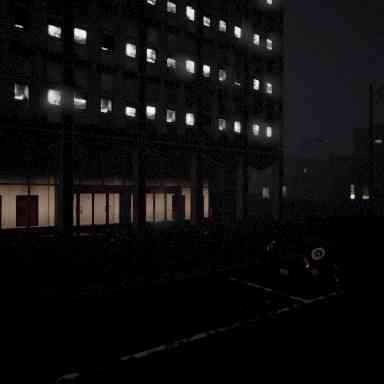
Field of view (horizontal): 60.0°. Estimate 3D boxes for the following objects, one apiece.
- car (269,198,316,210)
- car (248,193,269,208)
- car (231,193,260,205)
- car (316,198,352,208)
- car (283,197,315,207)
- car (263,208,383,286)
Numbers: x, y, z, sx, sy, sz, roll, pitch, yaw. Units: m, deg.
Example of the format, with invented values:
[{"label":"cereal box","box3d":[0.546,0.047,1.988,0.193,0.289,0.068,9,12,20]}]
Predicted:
[{"label":"car","box3d":[11.777,1.427,39.201,2.008,1.369,4.403,1,0,-35]},{"label":"car","box3d":[8.631,1.168,43.757,2.192,1.841,5.009,1,0,-35]},{"label":"car","box3d":[9.232,1.169,57.629,2.192,1.841,5.009,1,0,-35]},{"label":"car","box3d":[18.576,1.447,44.103,1.752,1.417,4.829,1,0,-35]},{"label":"car","box3d":[15.524,1.481,48.519,1.802,1.307,4.206,1,0,-35]},{"label":"car","box3d":[3.888,1.441,9.330,4.097,1.590,1.967,0,0,-36]}]
